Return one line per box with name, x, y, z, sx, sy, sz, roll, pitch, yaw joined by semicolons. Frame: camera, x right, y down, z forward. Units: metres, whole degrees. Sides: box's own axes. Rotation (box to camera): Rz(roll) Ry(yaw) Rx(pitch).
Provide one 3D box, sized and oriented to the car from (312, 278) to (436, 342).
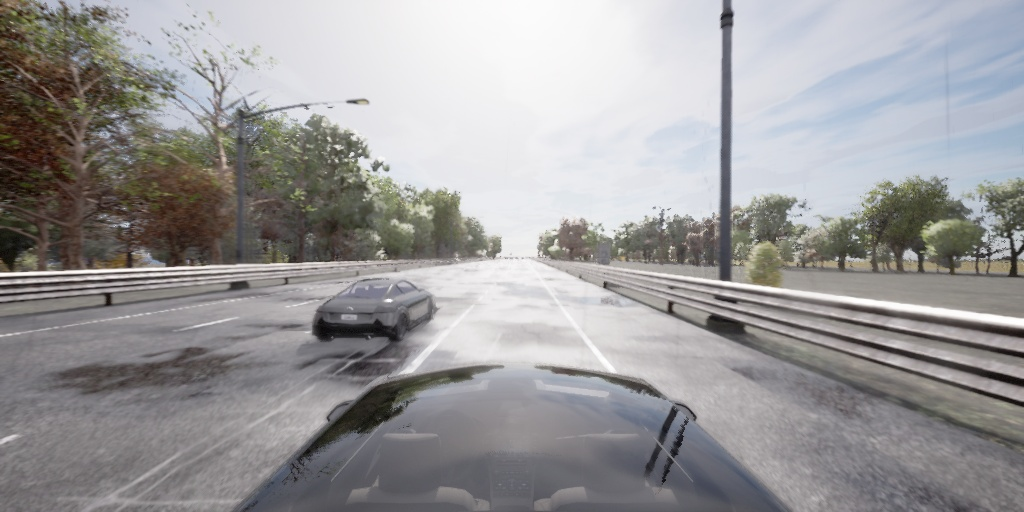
car;-3.445;1.294;9.735;1.994;1.385;4.181;0;0;2
